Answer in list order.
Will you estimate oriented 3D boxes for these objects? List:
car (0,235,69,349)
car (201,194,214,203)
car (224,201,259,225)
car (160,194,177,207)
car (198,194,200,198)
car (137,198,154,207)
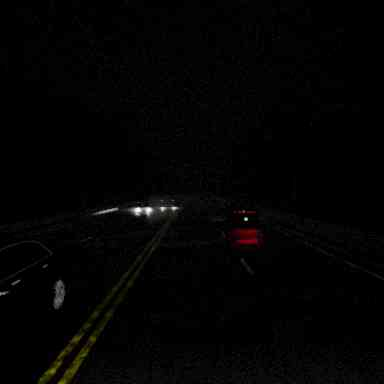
[{"bbox_3d":[-3.352,1.485,4.748,1.837,1.490,4.892,0,0,0],"label":"car"},{"bbox_3d":[3.222,1.359,63.130,2.033,1.411,5.357,0,0,0],"label":"car"},{"bbox_3d":[3.339,1.420,22.954,1.837,1.490,4.892,0,0,0],"label":"car"},{"bbox_3d":[-3.352,1.197,48.067,2.097,1.767,4.553,0,0,0],"label":"car"},{"bbox_3d":[3.212,1.353,85.131,1.994,1.385,4.181,0,0,0],"label":"car"},{"bbox_3d":[-6.607,1.448,47.045,1.895,1.301,4.718,0,0,0],"label":"car"}]
